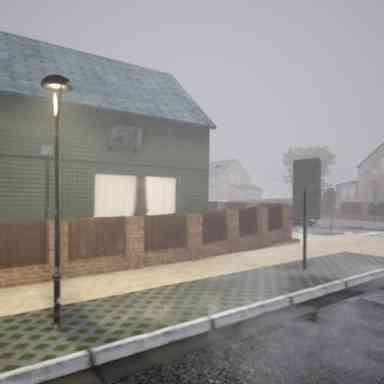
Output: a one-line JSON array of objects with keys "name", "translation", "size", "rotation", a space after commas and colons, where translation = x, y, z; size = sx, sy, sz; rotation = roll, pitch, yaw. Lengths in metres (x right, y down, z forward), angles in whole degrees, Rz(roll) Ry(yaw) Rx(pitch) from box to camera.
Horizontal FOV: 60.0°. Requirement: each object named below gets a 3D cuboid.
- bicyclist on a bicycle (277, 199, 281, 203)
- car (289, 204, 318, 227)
[{"name": "bicyclist on a bicycle", "translation": [7.822, 1.458, 29.982], "size": [1.656, 1.620, 0.582], "rotation": [1, -1, -34]}, {"name": "car", "translation": [5.991, 1.502, 22.156], "size": [1.837, 1.490, 4.892], "rotation": [2, -1, -34]}]
